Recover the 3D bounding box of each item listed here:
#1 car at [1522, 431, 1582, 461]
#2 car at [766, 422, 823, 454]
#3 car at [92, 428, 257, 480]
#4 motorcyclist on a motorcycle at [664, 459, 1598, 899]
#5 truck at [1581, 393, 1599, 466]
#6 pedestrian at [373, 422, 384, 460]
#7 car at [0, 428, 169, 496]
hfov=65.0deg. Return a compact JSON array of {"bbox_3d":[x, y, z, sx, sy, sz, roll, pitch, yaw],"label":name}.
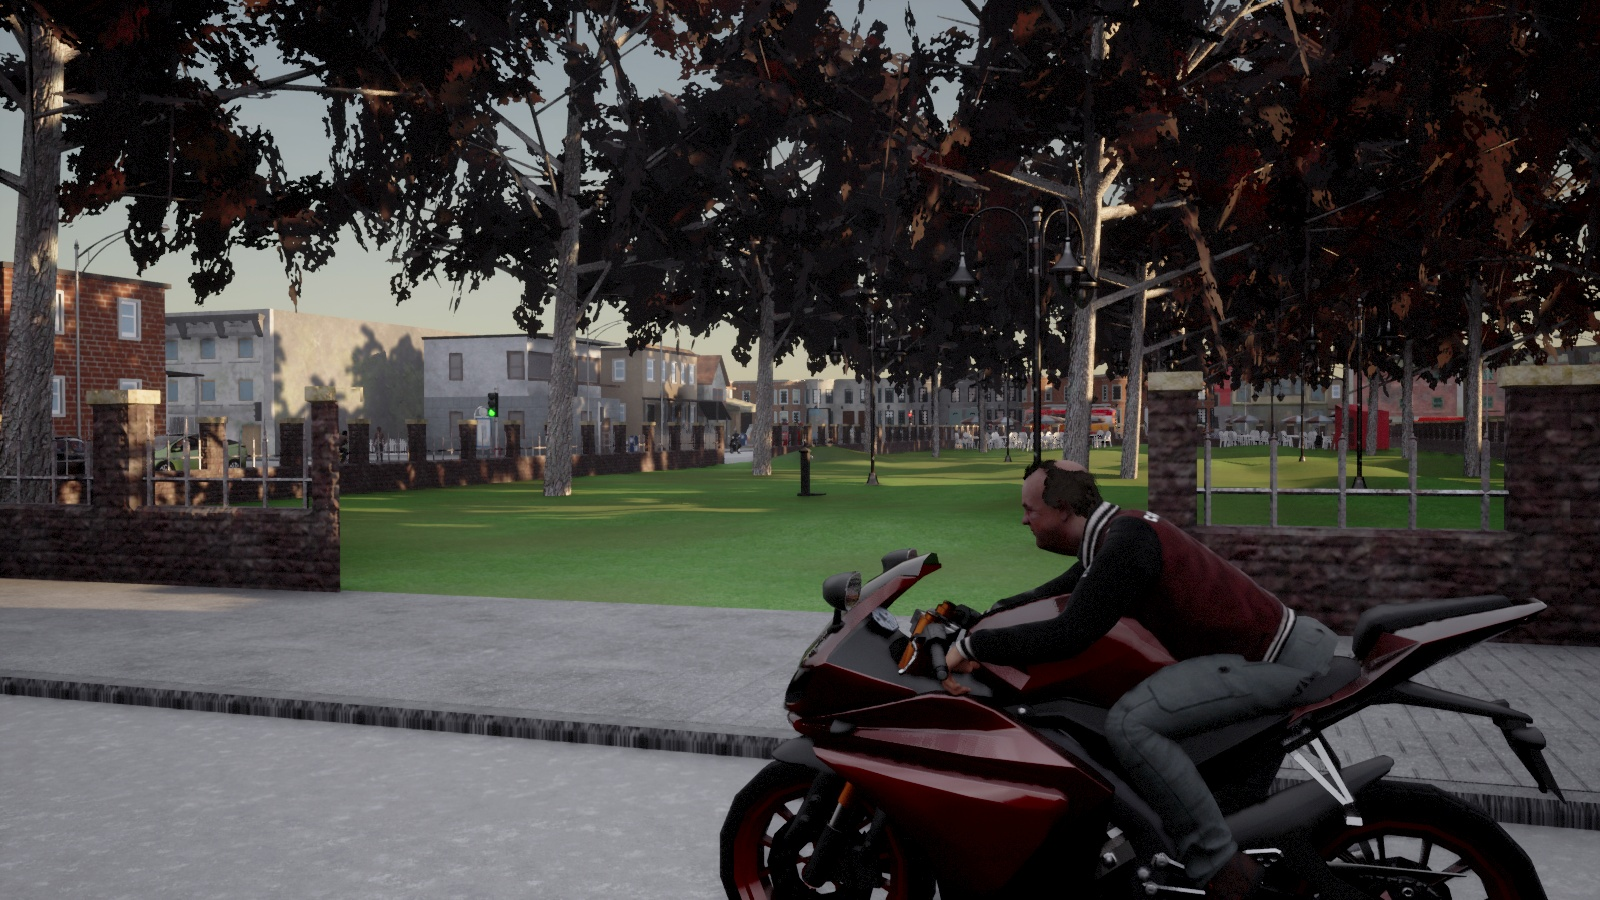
[{"bbox_3d":[44.169,-0.260,73.869,2.033,1.649,4.856,1,1,18],"label":"car"},{"bbox_3d":[-0.312,-0.794,83.594,2.150,2.045,5.566,1,1,19],"label":"car"},{"bbox_3d":[-19.437,0.072,39.270,2.007,1.525,4.514,1,1,19],"label":"car"},{"bbox_3d":[0.809,0.809,3.471,2.191,1.530,0.866,1,1,18],"label":"motorcyclist on a motorcycle"},{"bbox_3d":[38.908,-0.940,58.127,2.891,3.462,7.936,1,1,18],"label":"truck"},{"bbox_3d":[-20.125,-0.420,60.012,0.328,1.805,0.869,0,1,-8],"label":"pedestrian"},{"bbox_3d":[-18.117,0.226,30.549,2.128,1.511,4.902,0,1,17],"label":"car"}]
